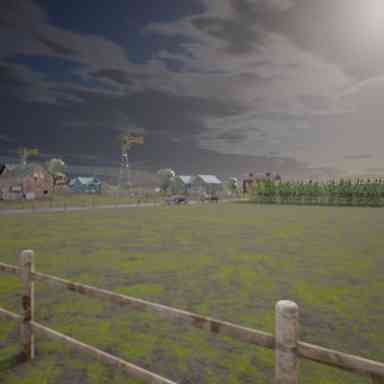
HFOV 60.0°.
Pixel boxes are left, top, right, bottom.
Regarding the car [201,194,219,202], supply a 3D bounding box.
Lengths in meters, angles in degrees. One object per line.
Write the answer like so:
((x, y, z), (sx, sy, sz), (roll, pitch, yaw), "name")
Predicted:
((3.486, 1.187, 64.766), (1.812, 1.442, 4.674), (0, 0, 35), "car")

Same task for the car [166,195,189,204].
((-2.358, 1.205, 56.183), (2.128, 1.511, 4.902), (0, 0, 35), "car")
